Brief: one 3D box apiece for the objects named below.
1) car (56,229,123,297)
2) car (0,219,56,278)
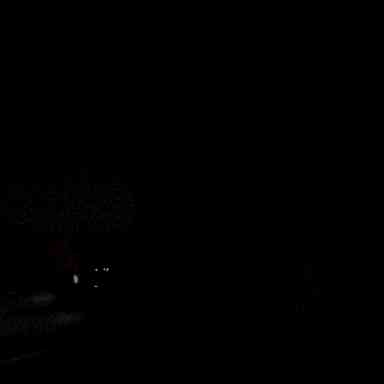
[{"bbox_3d":[-0.479,1.502,8.325,4.902,1.511,2.128,0,0,-40],"label":"car"},{"bbox_3d":[-5.799,1.493,8.594,5.008,1.535,1.882,0,0,-37],"label":"car"}]
